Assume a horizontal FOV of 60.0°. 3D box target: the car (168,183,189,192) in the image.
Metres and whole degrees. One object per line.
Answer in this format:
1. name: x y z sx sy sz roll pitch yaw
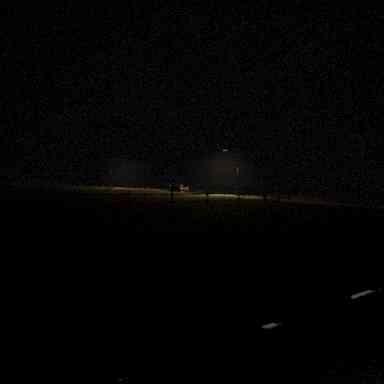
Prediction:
1. car: -2.447 -0.861 61.568 2.097 1.767 4.553 1 2 -36
